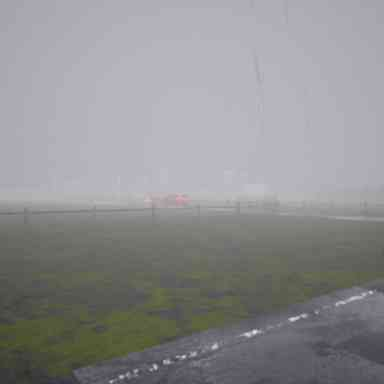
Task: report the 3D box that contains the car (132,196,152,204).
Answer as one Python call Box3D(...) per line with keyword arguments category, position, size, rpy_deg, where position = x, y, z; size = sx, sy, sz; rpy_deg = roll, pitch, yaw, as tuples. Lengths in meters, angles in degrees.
Box3D(category="car", position=(-9.633, 1.578, 63.719), size=(1.882, 1.535, 5.008), rpy_deg=(2, -1, -41))

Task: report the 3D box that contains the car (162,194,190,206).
Box3D(category="car", position=(-2.704, 1.336, 55.645), size=(2.150, 2.045, 5.566), rpy_deg=(2, -1, -40))
